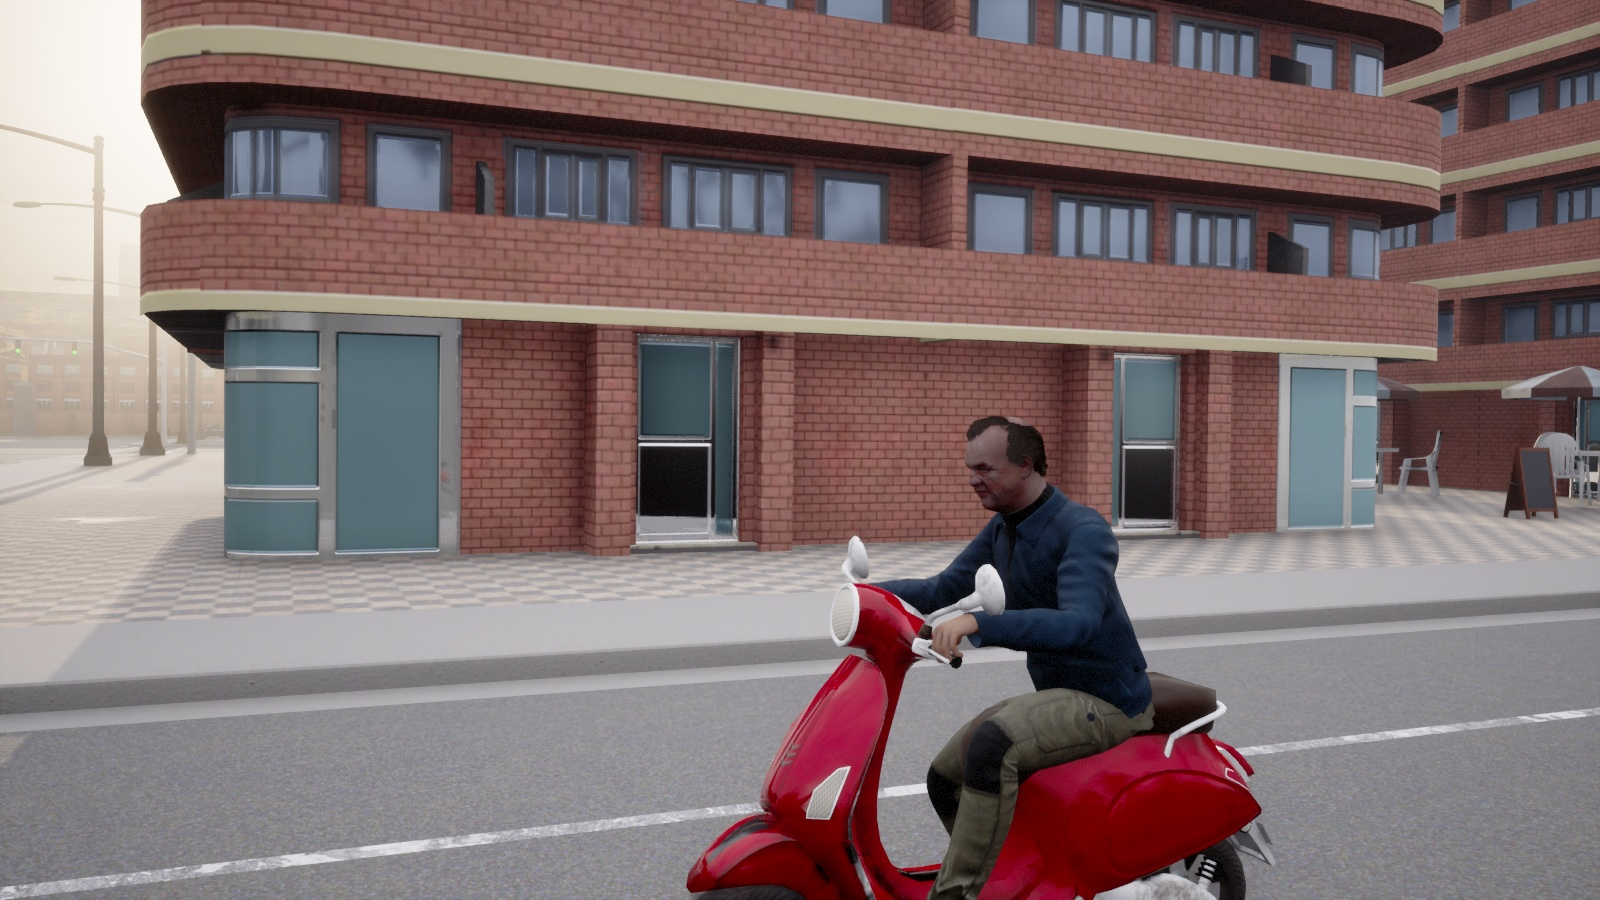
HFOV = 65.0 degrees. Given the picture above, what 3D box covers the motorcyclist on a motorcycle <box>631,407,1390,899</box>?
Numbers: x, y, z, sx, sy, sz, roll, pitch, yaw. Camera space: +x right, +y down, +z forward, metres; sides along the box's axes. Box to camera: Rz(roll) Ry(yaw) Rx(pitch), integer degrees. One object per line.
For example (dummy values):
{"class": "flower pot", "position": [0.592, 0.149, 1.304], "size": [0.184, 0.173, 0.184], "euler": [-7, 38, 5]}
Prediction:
{"class": "motorcyclist on a motorcycle", "position": [0.546, 0.691, 3.382], "size": [1.817, 1.590, 0.866], "euler": [-1, 1, -21]}
